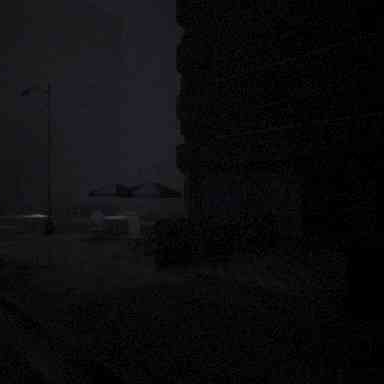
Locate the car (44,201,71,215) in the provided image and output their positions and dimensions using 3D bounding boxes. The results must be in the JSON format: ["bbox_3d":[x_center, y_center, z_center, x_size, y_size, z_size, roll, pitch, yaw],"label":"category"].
[{"bbox_3d":[-13.014,1.633,34.441,1.994,1.385,4.181,0,0,45],"label":"car"}]

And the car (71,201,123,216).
[{"bbox_3d":[-9.129,1.593,33.140,1.812,1.442,4.674,0,0,44],"label":"car"}]
